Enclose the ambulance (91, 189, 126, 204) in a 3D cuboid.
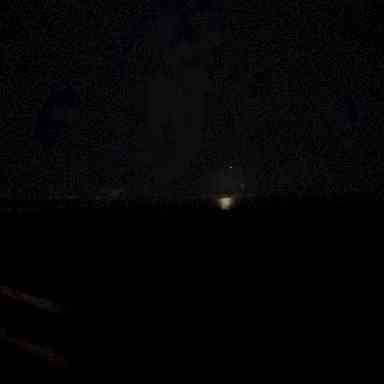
[{"bbox_3d":[-14.633,0.730,58.314,2.351,2.431,6.366,2,2,35],"label":"ambulance"}]
